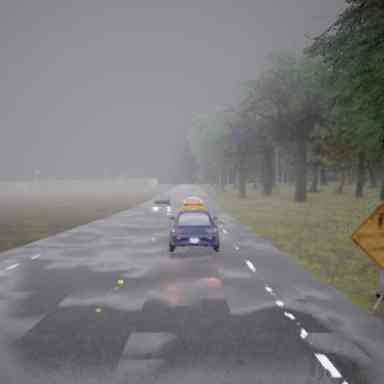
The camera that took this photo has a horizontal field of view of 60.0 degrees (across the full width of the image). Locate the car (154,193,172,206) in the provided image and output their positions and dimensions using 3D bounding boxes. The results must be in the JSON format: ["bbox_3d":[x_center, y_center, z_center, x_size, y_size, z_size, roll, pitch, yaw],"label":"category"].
[{"bbox_3d":[-3.605,0.917,41.840,1.882,1.535,5.008,0,2,0],"label":"car"}]

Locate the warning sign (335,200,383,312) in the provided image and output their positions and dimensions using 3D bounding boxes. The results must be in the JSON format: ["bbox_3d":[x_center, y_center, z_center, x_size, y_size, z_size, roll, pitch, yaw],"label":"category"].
[{"bbox_3d":[3.540,1.091,6.162,1.300,1.860,1.060,0,0,0],"label":"warning sign"}]

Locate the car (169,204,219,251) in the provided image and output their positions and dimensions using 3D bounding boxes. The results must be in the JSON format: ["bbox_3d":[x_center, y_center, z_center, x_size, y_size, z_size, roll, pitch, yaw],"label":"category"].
[{"bbox_3d":[0.076,1.431,13.499,1.812,1.442,4.674,0,1,0],"label":"car"}]

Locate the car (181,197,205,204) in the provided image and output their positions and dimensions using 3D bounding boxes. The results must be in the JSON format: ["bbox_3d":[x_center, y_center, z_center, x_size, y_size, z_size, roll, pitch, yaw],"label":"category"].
[{"bbox_3d":[0.080,1.184,29.225,1.882,1.535,5.008,0,1,0],"label":"car"}]
